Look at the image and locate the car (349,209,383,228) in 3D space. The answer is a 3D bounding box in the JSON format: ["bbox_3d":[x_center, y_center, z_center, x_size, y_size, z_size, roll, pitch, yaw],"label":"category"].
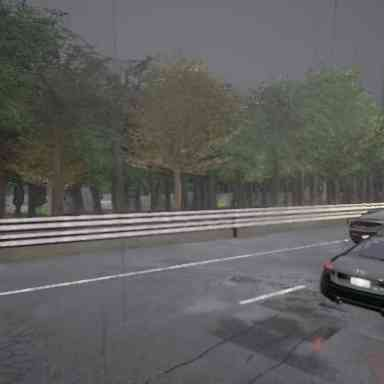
[{"bbox_3d":[8.630,1.494,14.192,4.892,1.490,1.837,0,0,-35],"label":"car"}]

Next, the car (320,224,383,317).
[{"bbox_3d":[4.598,1.560,7.021,4.181,1.385,1.994,0,0,-35],"label":"car"}]
